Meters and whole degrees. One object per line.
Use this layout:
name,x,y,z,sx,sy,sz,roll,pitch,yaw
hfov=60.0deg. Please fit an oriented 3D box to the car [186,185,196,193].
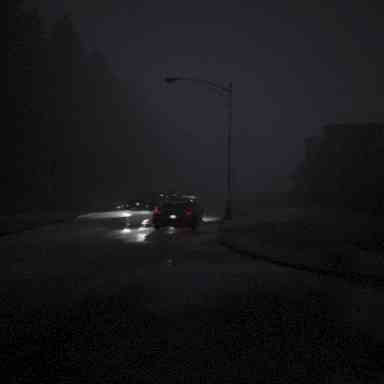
car,-0.477,-0.245,48.531,1.812,1.442,4.674,1,2,8

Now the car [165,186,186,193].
car,-2.207,0.180,35.603,1.837,1.490,4.892,1,2,8

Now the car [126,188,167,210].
car,-3.562,0.594,25.342,1.994,1.385,4.181,1,2,8

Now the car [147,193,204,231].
car,-0.538,0.961,16.194,1.994,1.385,4.181,1,2,7
